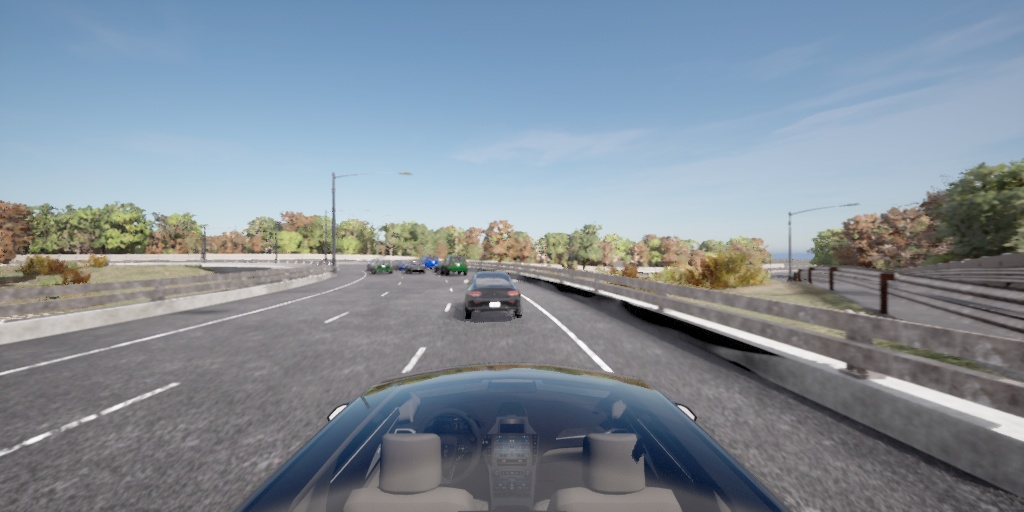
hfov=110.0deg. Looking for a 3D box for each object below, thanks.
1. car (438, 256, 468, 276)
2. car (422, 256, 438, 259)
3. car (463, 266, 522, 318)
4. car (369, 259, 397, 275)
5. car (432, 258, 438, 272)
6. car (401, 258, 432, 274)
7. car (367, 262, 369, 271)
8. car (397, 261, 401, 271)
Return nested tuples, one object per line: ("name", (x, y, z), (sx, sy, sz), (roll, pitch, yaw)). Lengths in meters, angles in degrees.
("car", (-6.051, 0.984, 37.430), (2.150, 2.045, 5.566), (0, 0, -18))
("car", (-12.174, 1.006, 52.207), (2.150, 2.045, 5.566), (0, 0, -29))
("car", (-0.751, 1.272, 12.897), (1.812, 1.442, 4.674), (0, 0, -6))
("car", (-14.878, 1.158, 41.178), (2.097, 1.767, 4.553), (0, 0, -24))
("car", (-7.987, 1.315, 42.823), (2.033, 1.411, 5.357), (0, 0, -24))
("car", (-11.039, 1.277, 41.055), (2.128, 1.511, 4.902), (0, 0, -24))
("car", (-18.733, 1.173, 49.626), (2.097, 1.767, 4.553), (0, 0, -29))
("car", (-15.502, 1.367, 51.003), (1.994, 1.385, 4.181), (0, 0, -29))
